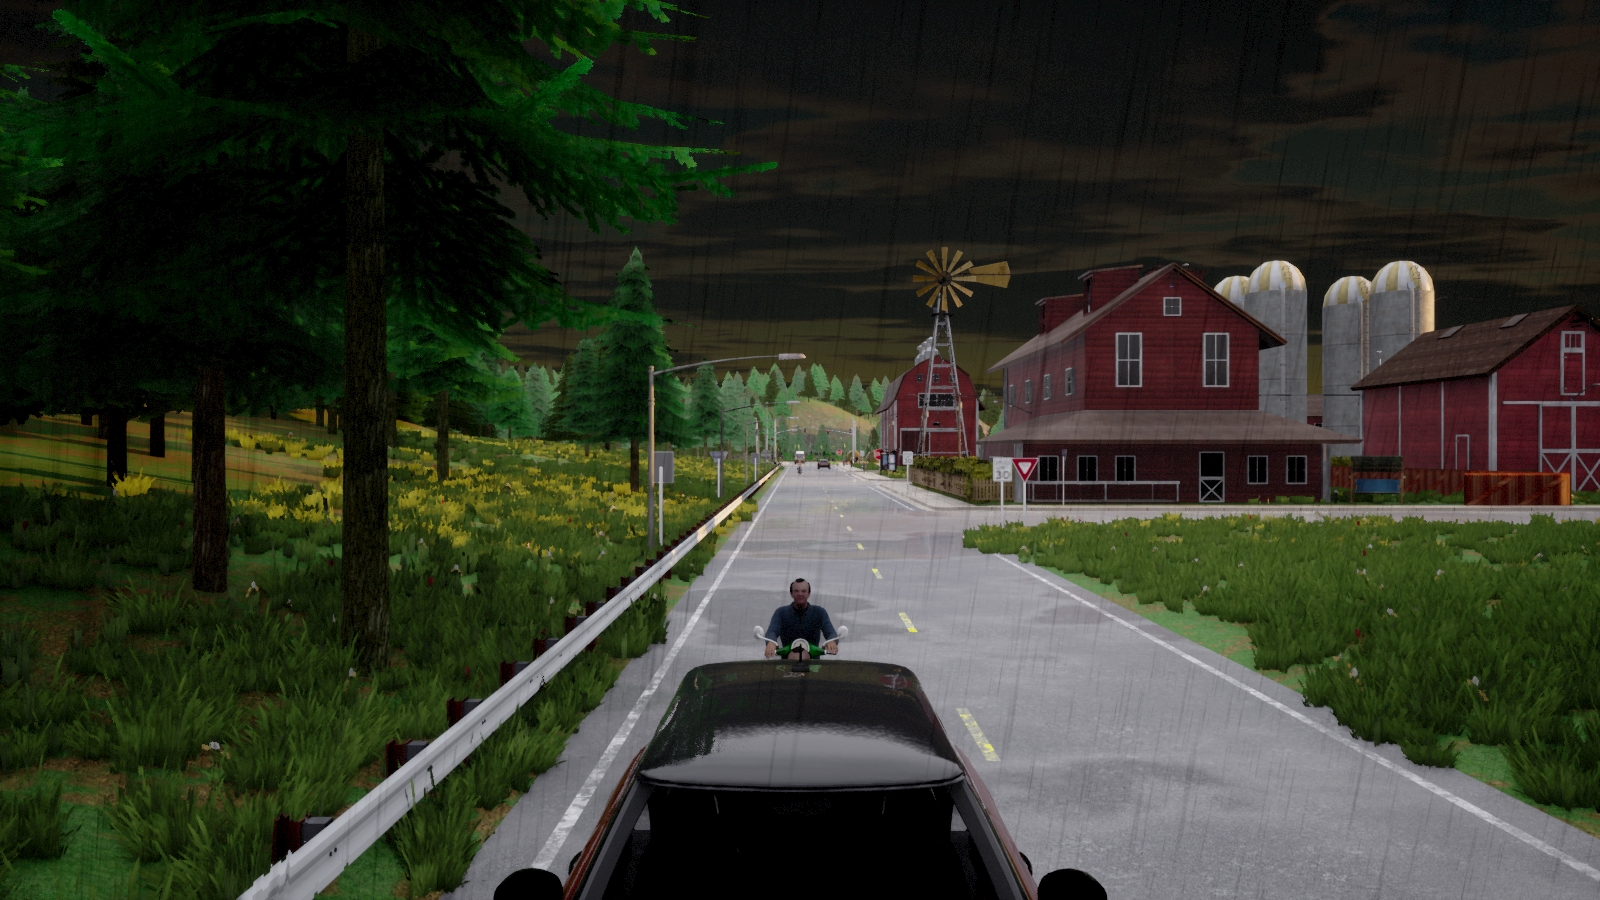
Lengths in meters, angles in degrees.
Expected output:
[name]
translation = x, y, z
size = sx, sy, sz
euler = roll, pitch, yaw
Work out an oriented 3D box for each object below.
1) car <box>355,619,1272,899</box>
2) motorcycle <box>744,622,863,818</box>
[car]
translation = 0.032, 1.899, 4.503
size = 2.097, 1.767, 4.553
euler = 0, 0, 0
[motorcycle]
translation = 0.025, 2.229, 9.842
size = 0.867, 1.251, 2.209
euler = -2, -3, 0
